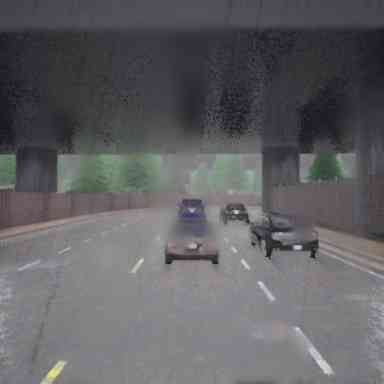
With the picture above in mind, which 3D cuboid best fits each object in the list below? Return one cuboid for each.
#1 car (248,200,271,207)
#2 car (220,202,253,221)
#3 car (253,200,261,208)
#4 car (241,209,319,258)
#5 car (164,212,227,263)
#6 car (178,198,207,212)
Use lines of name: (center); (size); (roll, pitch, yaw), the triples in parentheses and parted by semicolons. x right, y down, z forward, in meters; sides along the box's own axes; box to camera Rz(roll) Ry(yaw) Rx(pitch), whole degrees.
car: (13.677, 2.323, 67.386); (4.181, 1.385, 1.994); (0, -1, -13)
car: (3.547, 1.675, 28.383); (2.097, 1.767, 4.553); (0, -1, 1)
car: (13.878, 2.230, 63.718); (4.892, 1.490, 1.837); (0, -2, -11)
car: (3.517, 1.648, 13.462); (2.128, 1.511, 4.902); (0, -1, 0)
car: (0.007, 1.691, 12.477); (2.033, 1.411, 5.357); (0, -1, 0)
car: (0.022, 1.540, 27.562); (2.150, 2.045, 5.566); (0, 0, 1)
